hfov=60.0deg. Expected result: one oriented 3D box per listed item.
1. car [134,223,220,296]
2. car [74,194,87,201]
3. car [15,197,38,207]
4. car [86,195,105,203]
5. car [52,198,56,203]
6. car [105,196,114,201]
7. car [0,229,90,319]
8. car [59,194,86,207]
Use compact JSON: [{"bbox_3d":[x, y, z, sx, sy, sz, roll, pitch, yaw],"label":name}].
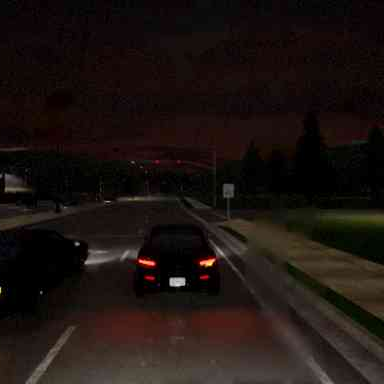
[{"bbox_3d":[-0.399,1.531,8.573,1.812,1.442,4.674,0,0,-3],"label":"car"},{"bbox_3d":[-27.785,1.410,83.029,2.097,1.767,4.553,0,0,-3],"label":"car"},{"bbox_3d":[-26.316,1.528,53.031,2.128,1.511,4.902,0,0,0],"label":"car"},{"bbox_3d":[-19.976,1.401,68.382,2.097,1.767,4.553,0,0,-3],"label":"car"},{"bbox_3d":[-26.973,1.641,68.139,1.895,1.301,4.718,0,0,-3],"label":"car"},{"bbox_3d":[-20.763,1.607,82.832,1.994,1.385,4.181,0,0,-3],"label":"car"},{"bbox_3d":[-3.847,1.553,7.495,2.033,1.411,5.357,0,0,-3],"label":"car"},{"bbox_3d":[-19.231,1.527,53.427,2.128,1.511,4.902,0,0,-3],"label":"car"}]
